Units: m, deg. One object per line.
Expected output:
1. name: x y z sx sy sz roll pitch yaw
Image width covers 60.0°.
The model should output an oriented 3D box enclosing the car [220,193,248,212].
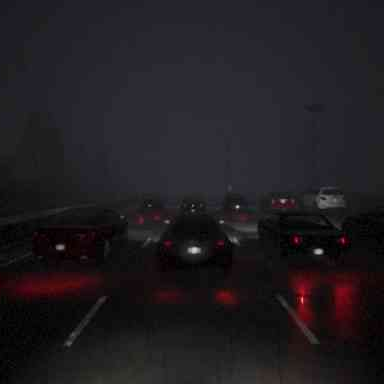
1. car: 3.584 0.865 28.531 1.837 1.490 4.892 0 1 0

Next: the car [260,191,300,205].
1. car: 7.083 0.725 27.971 2.097 1.767 4.553 0 1 0

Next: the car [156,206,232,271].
1. car: 0.072 1.337 10.052 1.994 1.385 4.181 0 1 0

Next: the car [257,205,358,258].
1. car: 3.581 1.339 11.594 1.895 1.301 4.718 0 1 0

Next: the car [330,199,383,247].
1. car: 7.080 1.225 11.804 2.128 1.511 4.902 0 1 0

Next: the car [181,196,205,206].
1. car: 0.080 1.004 26.598 1.895 1.301 4.718 0 1 0

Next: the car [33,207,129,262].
1. car: -3.423 1.226 11.140 1.882 1.535 5.008 0 1 0

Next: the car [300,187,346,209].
1. car: 10.583 0.609 27.273 2.150 2.045 5.566 0 1 0

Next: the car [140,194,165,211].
1. car: -3.420 0.870 29.255 1.812 1.442 4.674 0 1 0
